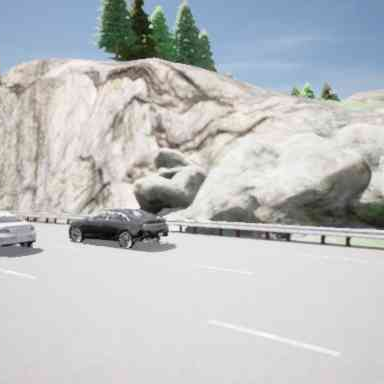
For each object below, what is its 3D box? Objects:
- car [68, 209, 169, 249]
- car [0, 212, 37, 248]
[{"bbox_3d":[-3.278,1.473,14.372,4.902,1.511,2.128,0,0,32],"label":"car"},{"bbox_3d":[-8.133,1.516,13.249,4.674,1.442,1.812,0,0,31],"label":"car"}]
